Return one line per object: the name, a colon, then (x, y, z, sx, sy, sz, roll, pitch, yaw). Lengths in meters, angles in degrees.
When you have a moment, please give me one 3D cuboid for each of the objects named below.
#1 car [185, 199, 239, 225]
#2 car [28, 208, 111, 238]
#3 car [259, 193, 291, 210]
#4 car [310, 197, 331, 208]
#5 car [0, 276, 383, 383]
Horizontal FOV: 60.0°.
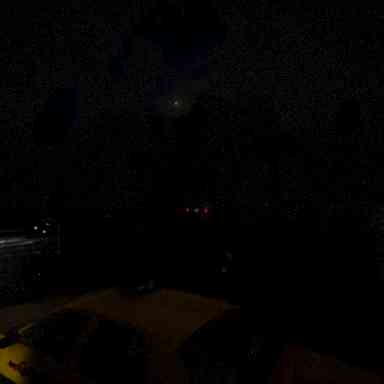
car: (1.532, 1.258, 23.440, 2.097, 1.767, 4.553, 0, 0, 36)
car: (-6.345, 1.525, 17.579, 1.994, 1.385, 4.181, 0, 0, 36)
car: (10.185, 1.103, 40.397, 2.150, 2.045, 5.566, 0, 0, 36)
car: (17.653, 1.377, 45.727, 2.128, 1.511, 4.902, 0, 0, 36)
car: (-0.716, 1.538, 3.320, 4.829, 1.417, 1.752, 0, 0, 36)
